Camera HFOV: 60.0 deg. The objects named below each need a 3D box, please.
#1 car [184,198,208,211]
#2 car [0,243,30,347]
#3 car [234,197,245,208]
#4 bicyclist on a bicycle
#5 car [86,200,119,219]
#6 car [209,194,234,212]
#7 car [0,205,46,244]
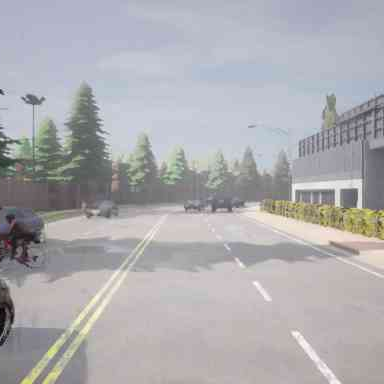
[{"bbox_3d":[0.362,1.601,40.361,1.895,1.301,4.718,0,0,10],"label":"car"},{"bbox_3d":[-3.650,1.564,3.352,1.994,1.385,4.181,0,0,-1],"label":"car"},{"bbox_3d":[6.245,1.491,48.136,2.128,1.511,4.902,0,0,25],"label":"car"},{"bbox_3d":[-5.038,1.455,9.588,1.656,1.620,0.582,-2,0,-1],"label":"bicyclist on a bicycle"},{"bbox_3d":[-7.654,1.493,28.793,2.128,1.511,4.902,0,0,0],"label":"car"},{"bbox_3d":[3.465,1.221,38.142,2.150,2.045,5.566,0,0,7],"label":"car"},{"bbox_3d":[-7.382,1.351,12.570,2.097,1.767,4.553,0,0,-1],"label":"car"}]
